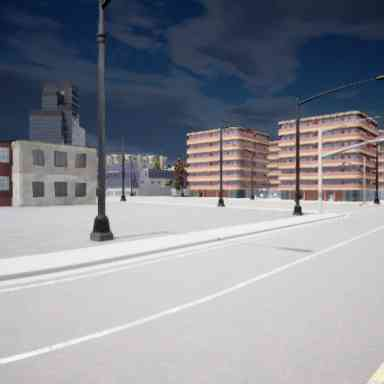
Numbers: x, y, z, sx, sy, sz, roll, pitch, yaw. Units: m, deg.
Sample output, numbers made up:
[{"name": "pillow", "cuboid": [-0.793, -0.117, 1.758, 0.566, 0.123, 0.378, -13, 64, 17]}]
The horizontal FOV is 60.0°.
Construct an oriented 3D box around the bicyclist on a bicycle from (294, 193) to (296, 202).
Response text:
[{"name": "bicyclist on a bicycle", "cuboid": [19.523, 1.065, 62.538, 0.582, 1.620, 1.656, 1, 1, 41]}]
